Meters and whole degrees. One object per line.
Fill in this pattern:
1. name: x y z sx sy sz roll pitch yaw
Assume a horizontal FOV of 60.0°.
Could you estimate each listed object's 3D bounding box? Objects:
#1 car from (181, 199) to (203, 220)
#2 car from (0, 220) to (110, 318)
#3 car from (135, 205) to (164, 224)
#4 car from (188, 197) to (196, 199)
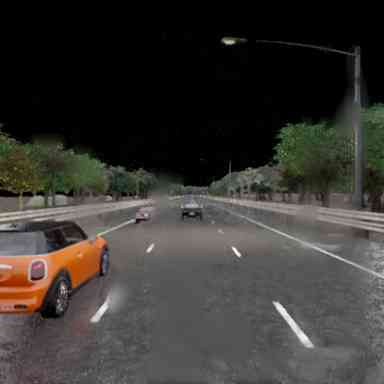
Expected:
1. car: 0.001 1.763 31.813 1.882 1.535 5.008 0 0 0
2. car: -3.399 1.422 7.706 2.097 1.767 4.553 0 -1 0
3. car: -3.399 1.792 27.168 2.033 1.411 5.357 0 0 0
4. car: 0.102 1.973 52.104 1.837 1.490 4.892 0 0 0
